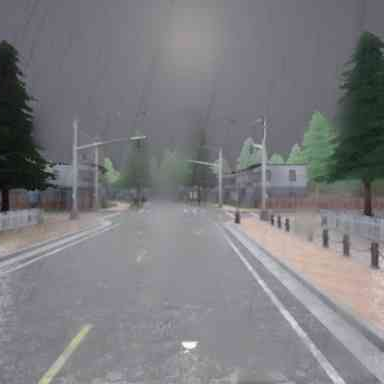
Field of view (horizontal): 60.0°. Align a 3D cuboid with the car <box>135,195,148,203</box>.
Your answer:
[{"bbox_3d":[-11.287,1.511,73.116,2.097,1.767,4.553,0,0,-26],"label":"car"}]
